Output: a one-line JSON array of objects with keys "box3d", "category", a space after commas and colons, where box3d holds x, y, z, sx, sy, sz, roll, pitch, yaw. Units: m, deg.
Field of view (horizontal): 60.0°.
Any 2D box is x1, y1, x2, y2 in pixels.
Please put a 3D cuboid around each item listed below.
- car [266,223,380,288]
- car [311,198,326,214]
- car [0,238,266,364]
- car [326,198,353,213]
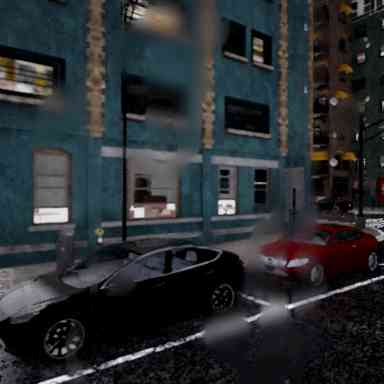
[{"box3d": [3.537, 1.546, 9.073, 4.206, 1.307, 1.802, 0, 1, -35], "category": "car"}, {"box3d": [8.499, 1.126, 28.693, 2.128, 1.511, 4.902, 0, 1, -36], "category": "car"}, {"box3d": [-0.960, 1.555, 5.865, 4.313, 1.339, 1.947, 0, 1, -35], "category": "car"}, {"box3d": [13.218, 1.223, 32.068, 1.947, 1.339, 4.313, 1, 0, -36], "category": "car"}]
